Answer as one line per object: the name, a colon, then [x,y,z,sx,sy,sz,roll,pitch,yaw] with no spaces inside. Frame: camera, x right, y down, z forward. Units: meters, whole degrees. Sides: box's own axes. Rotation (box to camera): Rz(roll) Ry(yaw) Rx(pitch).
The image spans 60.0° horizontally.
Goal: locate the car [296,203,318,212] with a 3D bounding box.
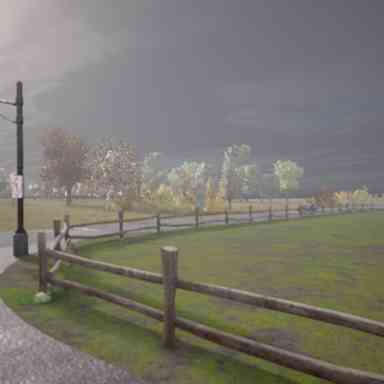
car: [18.460,2.422,53.258,2.033,1.411,5.357,-1,-2,40]
